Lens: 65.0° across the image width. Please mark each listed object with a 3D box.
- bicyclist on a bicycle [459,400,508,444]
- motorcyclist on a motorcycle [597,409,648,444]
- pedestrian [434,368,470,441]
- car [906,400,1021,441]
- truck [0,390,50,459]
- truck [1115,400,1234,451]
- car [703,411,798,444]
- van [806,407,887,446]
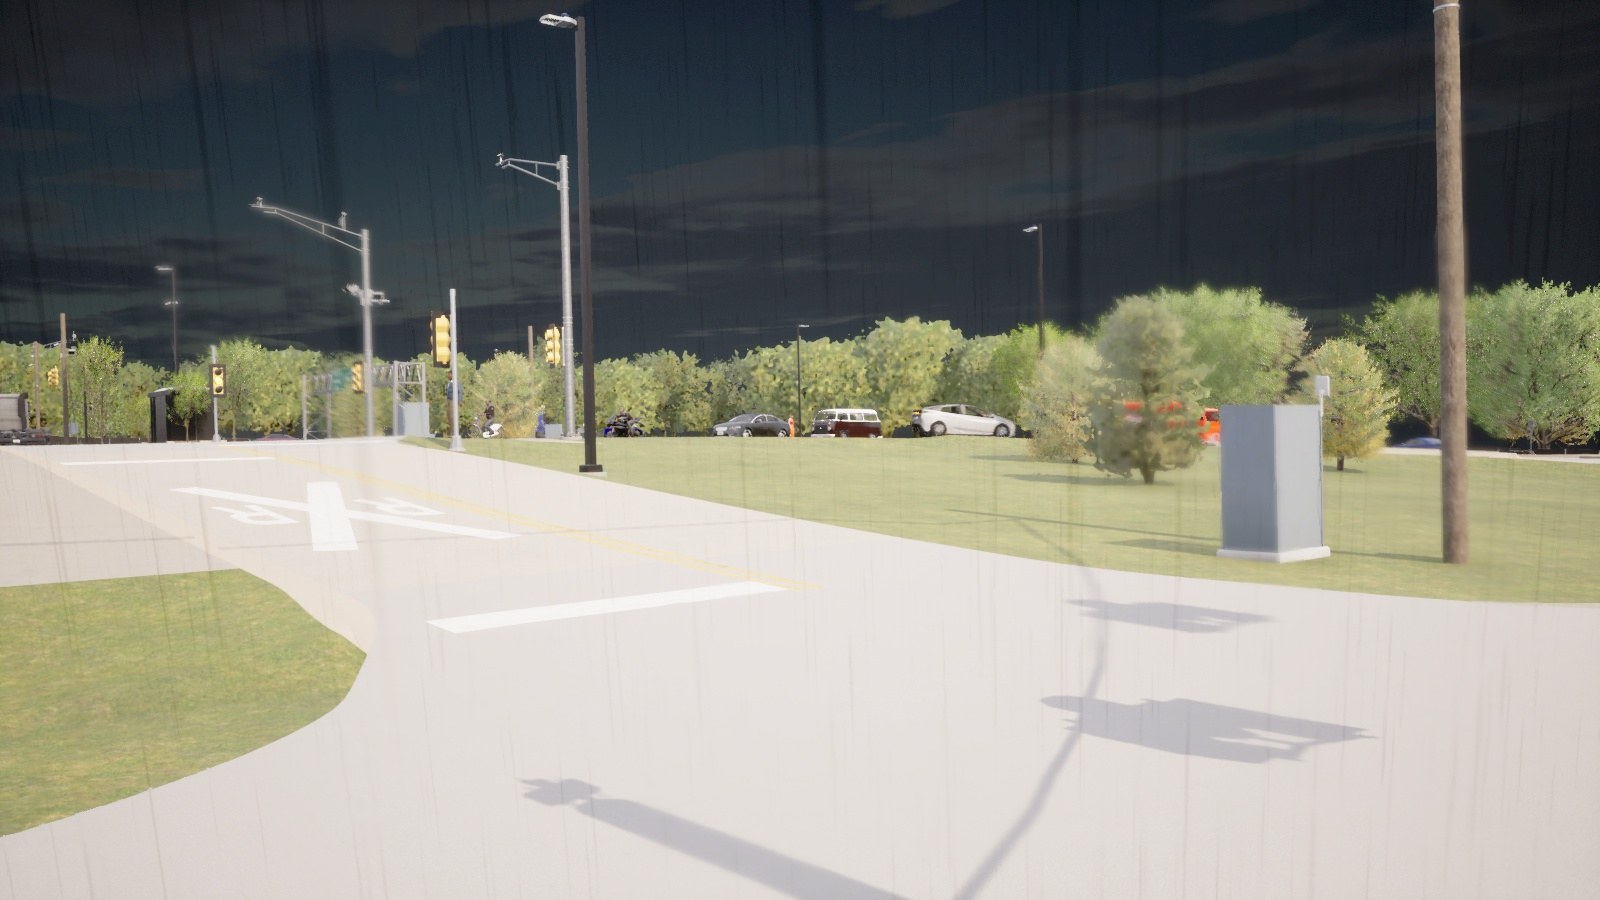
[{"bbox_3d":[-13.018,-1.157,51.704,1.843,1.776,0.659,-1,0,-43],"label":"bicyclist on a bicycle"},{"bbox_3d":[-7.993,-1.046,56.679,0.866,1.530,2.191,-1,-1,44],"label":"motorcyclist on a motorcycle"},{"bbox_3d":[-9.452,-1.232,34.093,0.788,1.949,0.423,-2,1,-39],"label":"pedestrian"},{"bbox_3d":[7.073,-1.260,54.454,4.514,1.525,2.007,2,-1,-12],"label":"car"},{"bbox_3d":[-42.450,-1.261,66.999,2.891,3.462,7.936,-2,1,-39],"label":"truck"},{"bbox_3d":[18.884,-1.268,63.455,2.627,2.467,5.204,-2,3,-38],"label":"truck"},{"bbox_3d":[-2.430,-1.098,62.692,2.128,1.511,4.902,-1,-1,36],"label":"car"},{"bbox_3d":[2.607,-1.298,70.299,2.069,2.038,4.480,-1,-1,43],"label":"van"}]
